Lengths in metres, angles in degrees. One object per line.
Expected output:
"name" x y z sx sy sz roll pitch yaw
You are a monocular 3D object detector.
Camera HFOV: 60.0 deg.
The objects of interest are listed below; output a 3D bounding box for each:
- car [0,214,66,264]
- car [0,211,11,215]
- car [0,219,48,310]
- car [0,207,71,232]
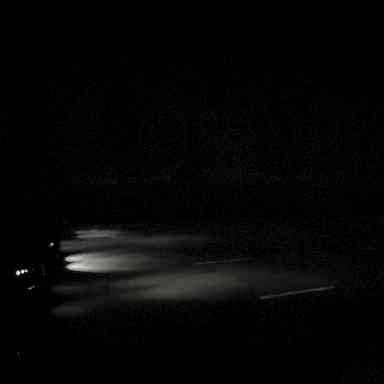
"car" -5.940 1.518 9.453 4.181 1.385 1.994 0 0 -23
"car" -9.329 1.538 11.817 4.718 1.301 1.895 0 0 -23
"car" -5.299 1.458 5.923 4.902 1.511 2.128 0 0 -23
"car" -8.340 1.453 16.055 4.674 1.442 1.812 0 0 -23
